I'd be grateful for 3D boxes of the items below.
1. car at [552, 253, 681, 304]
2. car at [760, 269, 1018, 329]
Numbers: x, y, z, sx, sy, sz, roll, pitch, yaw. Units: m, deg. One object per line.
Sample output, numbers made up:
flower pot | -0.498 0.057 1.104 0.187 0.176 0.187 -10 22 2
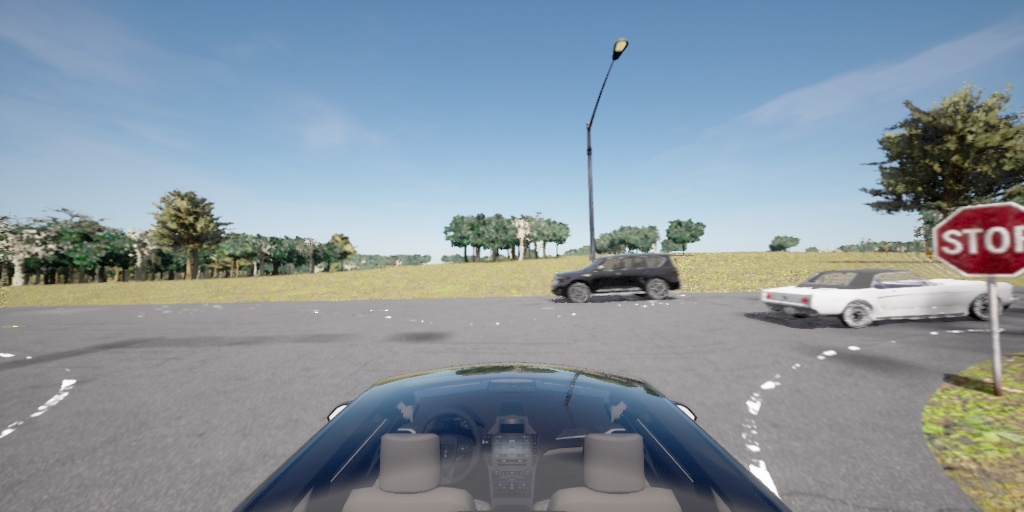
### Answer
car | 4.571 0.966 16.088 5.566 2.045 2.150 -2 -1 1
car | 9.161 0.966 8.976 4.718 1.301 1.895 -3 -2 1
